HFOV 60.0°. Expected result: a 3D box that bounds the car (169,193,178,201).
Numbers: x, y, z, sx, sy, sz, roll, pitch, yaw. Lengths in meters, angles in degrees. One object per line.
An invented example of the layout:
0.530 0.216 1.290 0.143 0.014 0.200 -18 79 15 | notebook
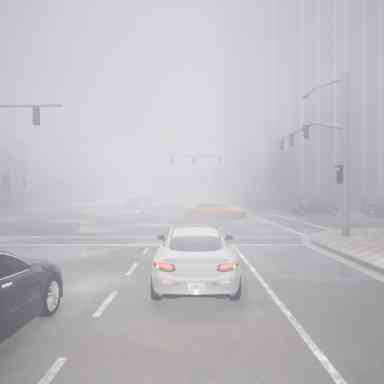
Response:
-4.723 1.225 85.507 2.150 2.045 5.566 0 0 -1 | car

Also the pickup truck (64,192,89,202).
-24.638 1.059 70.291 2.390 2.098 6.274 0 0 30 | pickup truck

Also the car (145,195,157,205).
-7.945 1.351 59.861 2.097 1.767 4.553 0 0 -1 | car

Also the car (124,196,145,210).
-7.745 1.505 43.806 1.837 1.490 4.892 0 0 -1 | car

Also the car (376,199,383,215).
21.007 1.478 32.585 5.008 1.535 1.882 0 0 0 | car

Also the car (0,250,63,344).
-3.434 1.505 4.582 1.837 1.490 4.892 0 0 1 | car

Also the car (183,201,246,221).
1.768 1.477 26.588 5.008 1.535 1.882 0 1 23 | car

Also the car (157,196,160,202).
-8.058 1.515 73.424 2.128 1.511 4.902 0 0 -1 | car

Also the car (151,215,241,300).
0.080 1.526 8.231 1.812 1.442 4.674 0 0 0 | car

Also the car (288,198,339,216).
11.782 1.352 32.522 4.553 1.767 2.097 0 0 0 | car

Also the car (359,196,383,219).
17.720 1.221 29.064 5.566 2.045 2.150 0 0 0 | car
